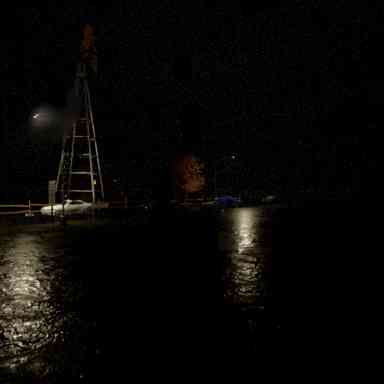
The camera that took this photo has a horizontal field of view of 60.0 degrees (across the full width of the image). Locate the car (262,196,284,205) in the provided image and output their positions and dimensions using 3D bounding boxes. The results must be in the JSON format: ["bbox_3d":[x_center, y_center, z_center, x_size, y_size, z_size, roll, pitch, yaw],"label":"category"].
[{"bbox_3d":[13.908,1.368,56.887,2.033,1.411,5.357,1,1,39],"label":"car"}]

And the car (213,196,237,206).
[{"bbox_3d":[5.118,1.340,50.456,1.812,1.442,4.674,1,1,39],"label":"car"}]

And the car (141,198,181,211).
[{"bbox_3d":[-3.532,1.407,39.429,2.033,1.411,5.357,1,1,38],"label":"car"}]

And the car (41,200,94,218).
[{"bbox_3d":[-11.019,1.426,29.648,1.812,1.442,4.674,1,1,37],"label":"car"}]
